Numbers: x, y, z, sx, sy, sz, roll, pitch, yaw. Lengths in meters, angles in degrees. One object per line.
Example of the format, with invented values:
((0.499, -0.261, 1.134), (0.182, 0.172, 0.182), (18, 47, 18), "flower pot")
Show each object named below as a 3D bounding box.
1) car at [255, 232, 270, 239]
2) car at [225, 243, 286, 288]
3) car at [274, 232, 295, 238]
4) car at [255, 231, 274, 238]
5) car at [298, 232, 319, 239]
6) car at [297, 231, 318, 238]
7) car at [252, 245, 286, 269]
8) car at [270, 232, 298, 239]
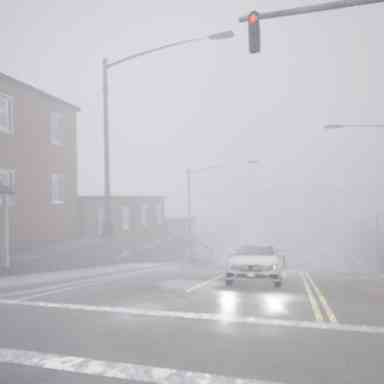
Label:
((17.803, 10.640, 81.417), (2.038, 1.542, 4.974), (-1, -1, -31), "car")
((2.511, 2.705, 12.748), (1.812, 1.442, 4.674), (-2, -10, 16), "car")
((22.285, 10.352, 80.202), (4.536, 1.218, 1.853), (-1, -1, -21), "car")
((17.772, 10.484, 81.465), (1.853, 1.218, 4.536), (-1, -1, -31), "car")
((27.618, 10.368, 79.487), (4.974, 1.542, 2.038), (-2, -2, 44), "car")
((27.577, 10.212, 79.526), (4.536, 1.218, 1.853), (-2, -2, 44), "car")
((5.236, 4.403, 22.178), (1.994, 1.385, 4.181), (-2, -13, 16), "car")
((22.240, 10.510, 80.180), (4.974, 1.542, 2.038), (-1, -1, -21), "car")
